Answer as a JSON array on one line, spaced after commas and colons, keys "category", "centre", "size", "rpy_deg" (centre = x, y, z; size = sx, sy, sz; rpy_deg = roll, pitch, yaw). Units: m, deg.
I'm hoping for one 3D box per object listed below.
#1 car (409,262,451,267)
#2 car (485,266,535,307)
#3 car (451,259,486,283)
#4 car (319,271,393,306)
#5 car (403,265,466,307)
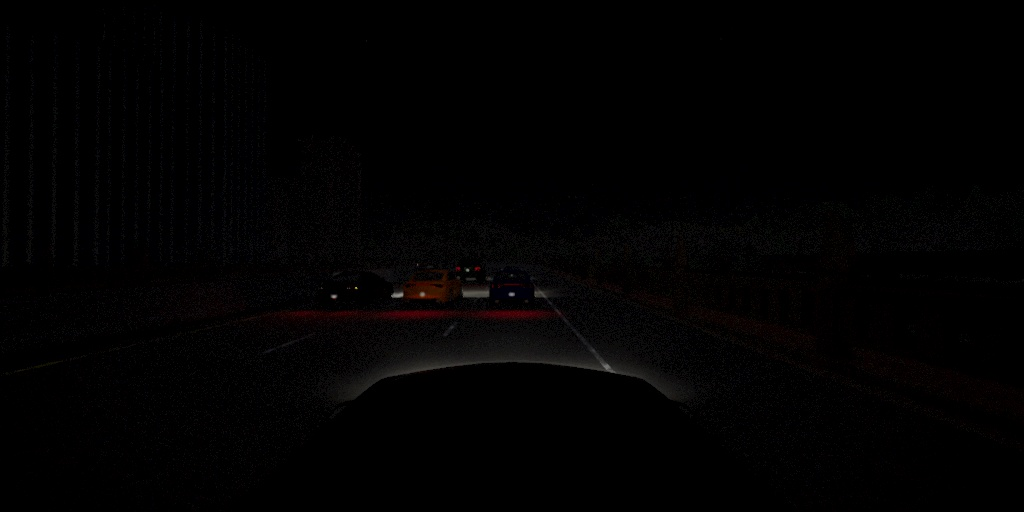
[{"category": "car", "centre": [-7.011, 1.519, 31.346], "size": [2.128, 1.511, 4.902], "rpy_deg": [0, 0, 0]}, {"category": "car", "centre": [-0.003, 1.366, 16.535], "size": [1.882, 1.535, 5.008], "rpy_deg": [0, 0, 0]}, {"category": "car", "centre": [-3.516, 1.240, 31.060], "size": [2.150, 2.045, 5.566], "rpy_deg": [0, 0, 0]}, {"category": "car", "centre": [-7.003, 1.413, 16.438], "size": [1.812, 1.442, 4.674], "rpy_deg": [0, 0, 0]}, {"category": "car", "centre": [-3.502, 1.366, 16.538], "size": [1.882, 1.535, 5.008], "rpy_deg": [0, 0, 0]}]
